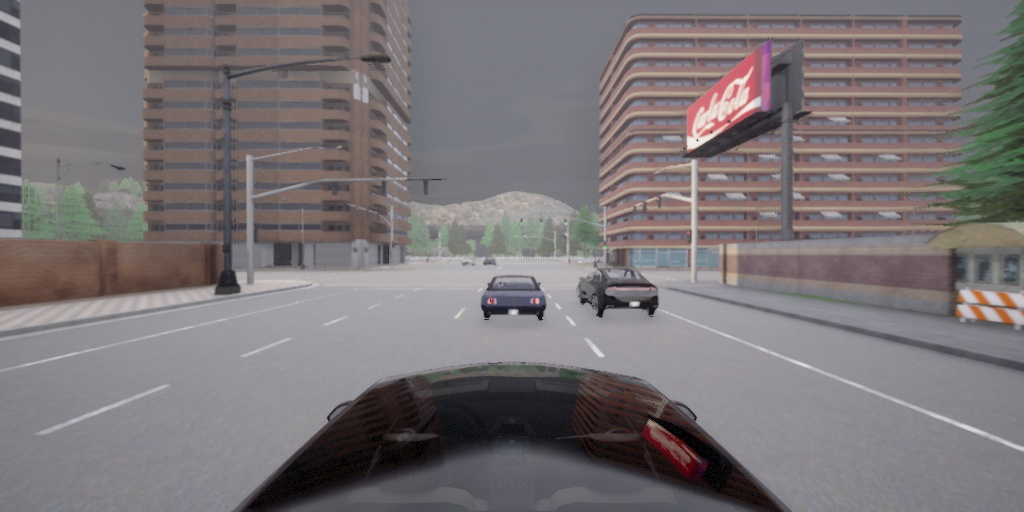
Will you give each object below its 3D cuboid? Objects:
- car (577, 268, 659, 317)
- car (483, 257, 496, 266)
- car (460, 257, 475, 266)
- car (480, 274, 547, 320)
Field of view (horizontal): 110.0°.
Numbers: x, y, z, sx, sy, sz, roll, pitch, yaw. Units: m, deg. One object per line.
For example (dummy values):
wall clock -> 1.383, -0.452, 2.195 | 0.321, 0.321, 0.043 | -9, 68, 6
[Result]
car -> 3.564, 1.161, 12.794 | 2.128, 1.511, 4.902 | 0, 0, 0
car -> -3.541, 0.908, 57.694 | 1.994, 1.385, 4.181 | 0, 0, 0
car -> -7.040, 0.870, 57.580 | 1.812, 1.442, 4.674 | 0, 0, 0
car -> 0.061, 1.274, 12.249 | 1.895, 1.301, 4.718 | 0, 0, 0
